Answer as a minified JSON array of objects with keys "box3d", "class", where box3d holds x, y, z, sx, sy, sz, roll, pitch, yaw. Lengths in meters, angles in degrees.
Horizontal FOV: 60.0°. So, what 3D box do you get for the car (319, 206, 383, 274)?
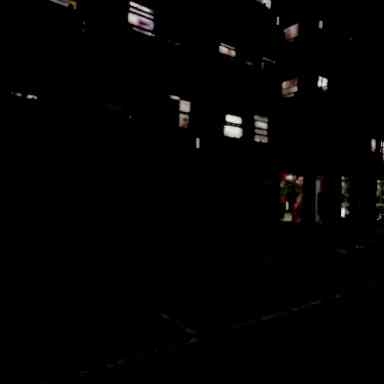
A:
[{"box3d":[6.386,1.433,11.083,5.009,1.841,2.192,1,1,-35],"class":"car"}]
